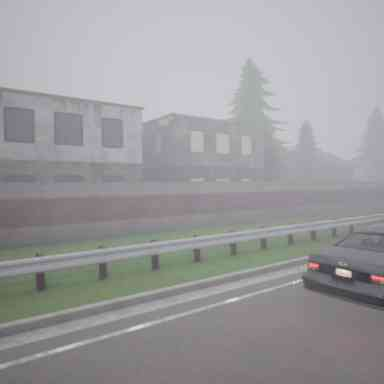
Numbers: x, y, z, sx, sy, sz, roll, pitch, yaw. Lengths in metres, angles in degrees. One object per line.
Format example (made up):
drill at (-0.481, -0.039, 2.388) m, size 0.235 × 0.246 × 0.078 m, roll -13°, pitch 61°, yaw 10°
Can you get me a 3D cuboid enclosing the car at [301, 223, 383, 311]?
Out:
car at (4.639, 1.376, 7.154) m, size 5.357 × 1.411 × 2.033 m, roll -2°, pitch 1°, yaw -35°
